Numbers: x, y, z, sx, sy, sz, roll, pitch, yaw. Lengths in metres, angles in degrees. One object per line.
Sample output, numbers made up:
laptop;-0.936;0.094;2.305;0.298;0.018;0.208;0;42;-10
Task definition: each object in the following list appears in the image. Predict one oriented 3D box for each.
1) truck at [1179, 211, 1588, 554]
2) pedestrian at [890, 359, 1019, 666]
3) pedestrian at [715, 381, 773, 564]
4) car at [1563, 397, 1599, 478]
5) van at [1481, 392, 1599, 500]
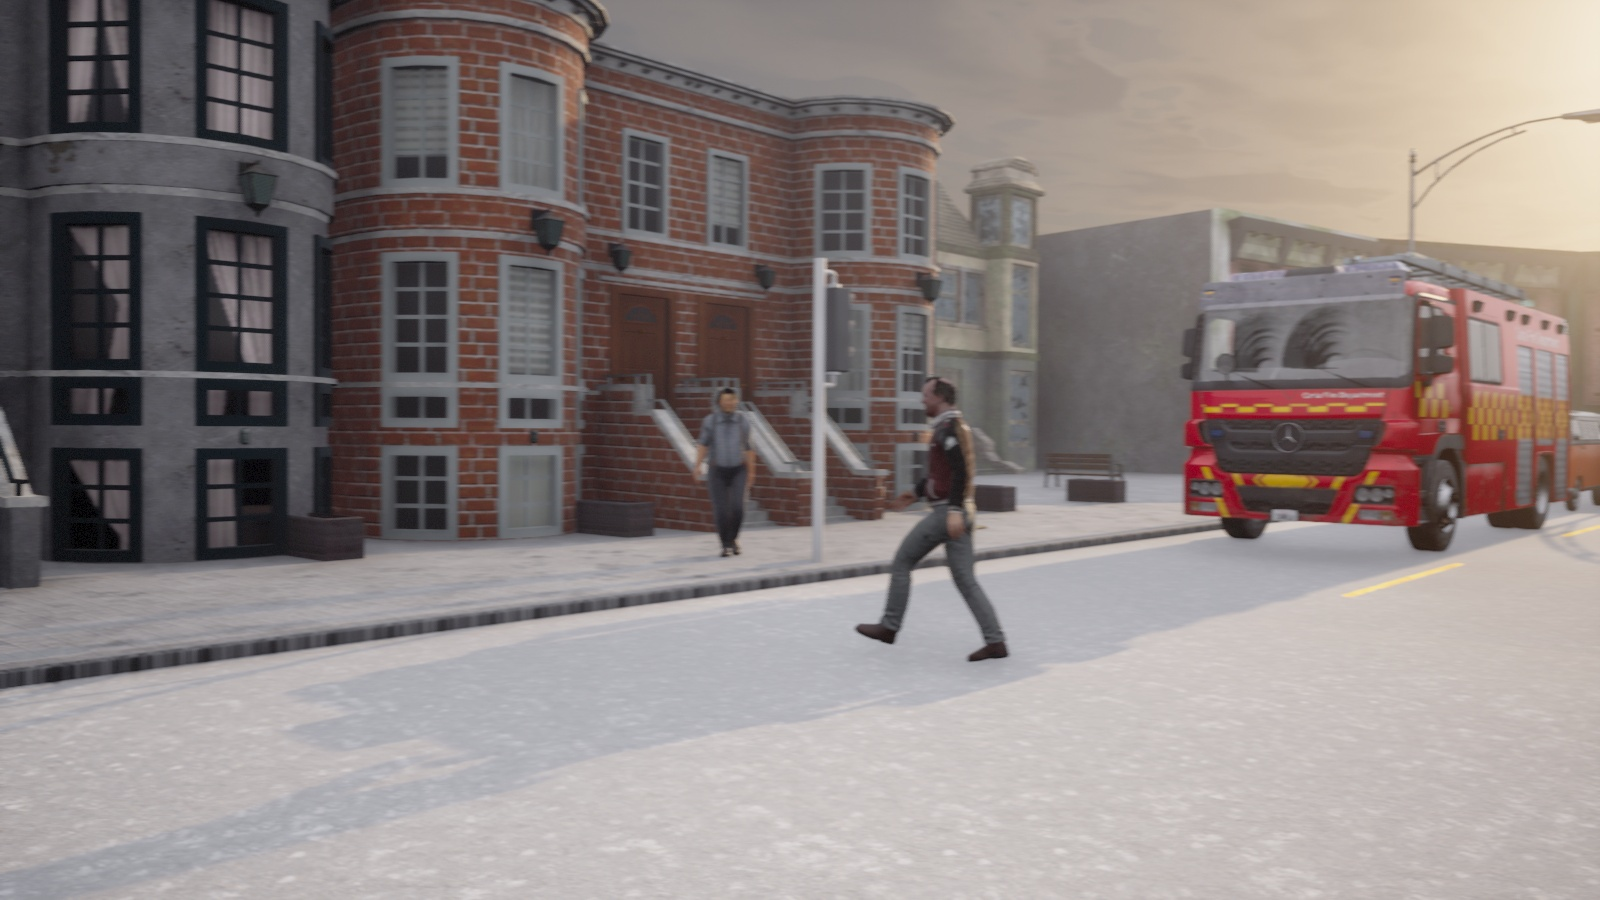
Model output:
truck;8.776;-0.841;18.129;2.891;3.827;8.468;0;1;43
pedestrian;0.974;0.378;7.901;0.720;1.854;0.376;0;1;22
pedestrian;-0.596;0.223;13.112;0.540;1.848;0.694;-1;1;-6
car;22.521;-0.361;32.994;5.566;2.045;2.150;-1;1;-35
van;15.322;-0.119;25.332;1.775;1.987;4.442;0;1;42
